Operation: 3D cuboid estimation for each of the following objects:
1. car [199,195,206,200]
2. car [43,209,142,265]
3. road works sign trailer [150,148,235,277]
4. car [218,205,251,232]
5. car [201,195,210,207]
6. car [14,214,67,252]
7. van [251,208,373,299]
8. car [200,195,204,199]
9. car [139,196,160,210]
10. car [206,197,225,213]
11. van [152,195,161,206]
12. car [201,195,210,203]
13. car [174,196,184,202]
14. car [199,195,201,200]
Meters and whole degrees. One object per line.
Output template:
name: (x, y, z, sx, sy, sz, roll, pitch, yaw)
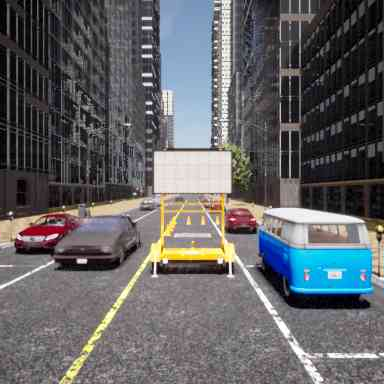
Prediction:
car: (2.891, 1.462, 93.534, 1.887, 1.381, 4.507, 0, 0, 0)
car: (-3.075, 1.547, 11.961, 2.033, 1.411, 5.357, 0, 0, 0)
road works sign trailer: (0.022, 0.464, 10.172, 2.380, 3.560, 2.880, 0, 0, 0)
car: (2.732, 1.581, 19.531, 1.802, 1.307, 4.206, 0, 0, 0)
car: (2.793, 1.544, 47.994, 2.008, 1.369, 4.403, 0, 0, 0)
car: (-5.661, 1.582, 13.860, 1.802, 1.307, 4.206, 0, 0, 0)
van: (2.708, 1.341, 8.147, 1.690, 1.788, 3.998, 0, 0, 0)
car: (2.805, 1.538, 53.686, 2.008, 1.369, 4.403, 0, 0, 0)
car: (-5.600, 1.548, 42.323, 2.008, 1.369, 4.403, 0, 0, 0)
car: (2.769, 1.581, 36.609, 1.802, 1.307, 4.206, 0, 0, 0)
van: (-5.575, 1.328, 53.708, 1.690, 1.788, 3.998, 0, 0, 0)
car: (2.842, 1.401, 70.763, 1.967, 1.590, 4.097, 0, 0, 0)
car: (-2.842, 1.519, 74.365, 1.994, 1.385, 4.181, 0, 0, 0)
car: (2.830, 1.410, 65.071, 1.967, 1.590, 4.097, 0, 0, 0)
